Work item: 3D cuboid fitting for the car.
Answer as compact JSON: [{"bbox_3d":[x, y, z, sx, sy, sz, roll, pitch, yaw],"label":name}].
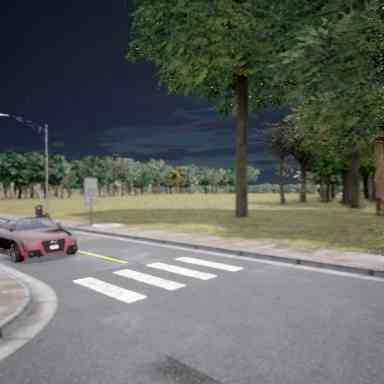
[{"bbox_3d":[-5.979,1.643,12.390,4.181,1.385,1.994,-1,0,44],"label":"car"}]
